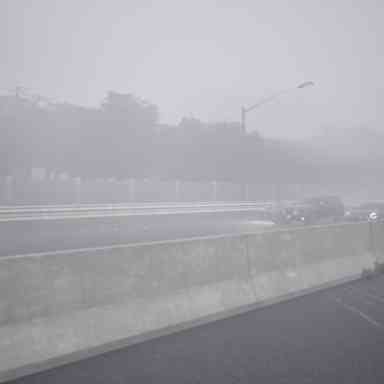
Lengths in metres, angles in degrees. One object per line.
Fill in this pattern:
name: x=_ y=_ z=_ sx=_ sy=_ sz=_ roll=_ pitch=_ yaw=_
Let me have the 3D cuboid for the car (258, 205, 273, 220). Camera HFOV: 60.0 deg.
car: x=7.215 y=1.588 z=26.591 sx=4.181 sy=1.385 sz=1.994 roll=0 pitch=0 yaw=-37

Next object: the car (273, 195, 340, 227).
car: x=8.465 y=1.243 z=23.161 sx=5.566 sy=2.045 sz=2.150 roll=0 pitch=0 yaw=-37

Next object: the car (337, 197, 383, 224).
car: x=11.636 y=1.375 z=21.155 sx=4.553 sy=1.767 sz=2.097 roll=0 pitch=0 yaw=-37
